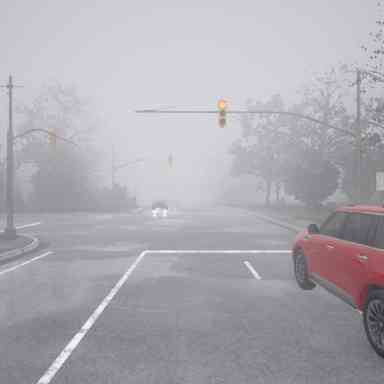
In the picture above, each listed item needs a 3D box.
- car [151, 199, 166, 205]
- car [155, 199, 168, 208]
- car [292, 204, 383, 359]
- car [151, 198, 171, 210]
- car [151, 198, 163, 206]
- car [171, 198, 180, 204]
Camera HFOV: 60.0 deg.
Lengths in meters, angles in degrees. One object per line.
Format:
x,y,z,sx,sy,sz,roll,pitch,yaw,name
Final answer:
-8.353,2.406,83.038,2.033,1.411,5.357,0,-1,-25,car
-4.939,1.825,53.545,1.895,1.301,4.718,0,-1,-7,car
3.590,1.221,6.053,2.150,2.045,5.566,0,0,0,car
-4.138,1.640,43.312,1.994,1.385,4.181,0,-1,-3,car
-7.193,2.014,67.794,1.882,1.535,5.008,0,-1,-12,car
-4.644,2.316,83.176,1.882,1.535,5.008,0,-1,-22,car
